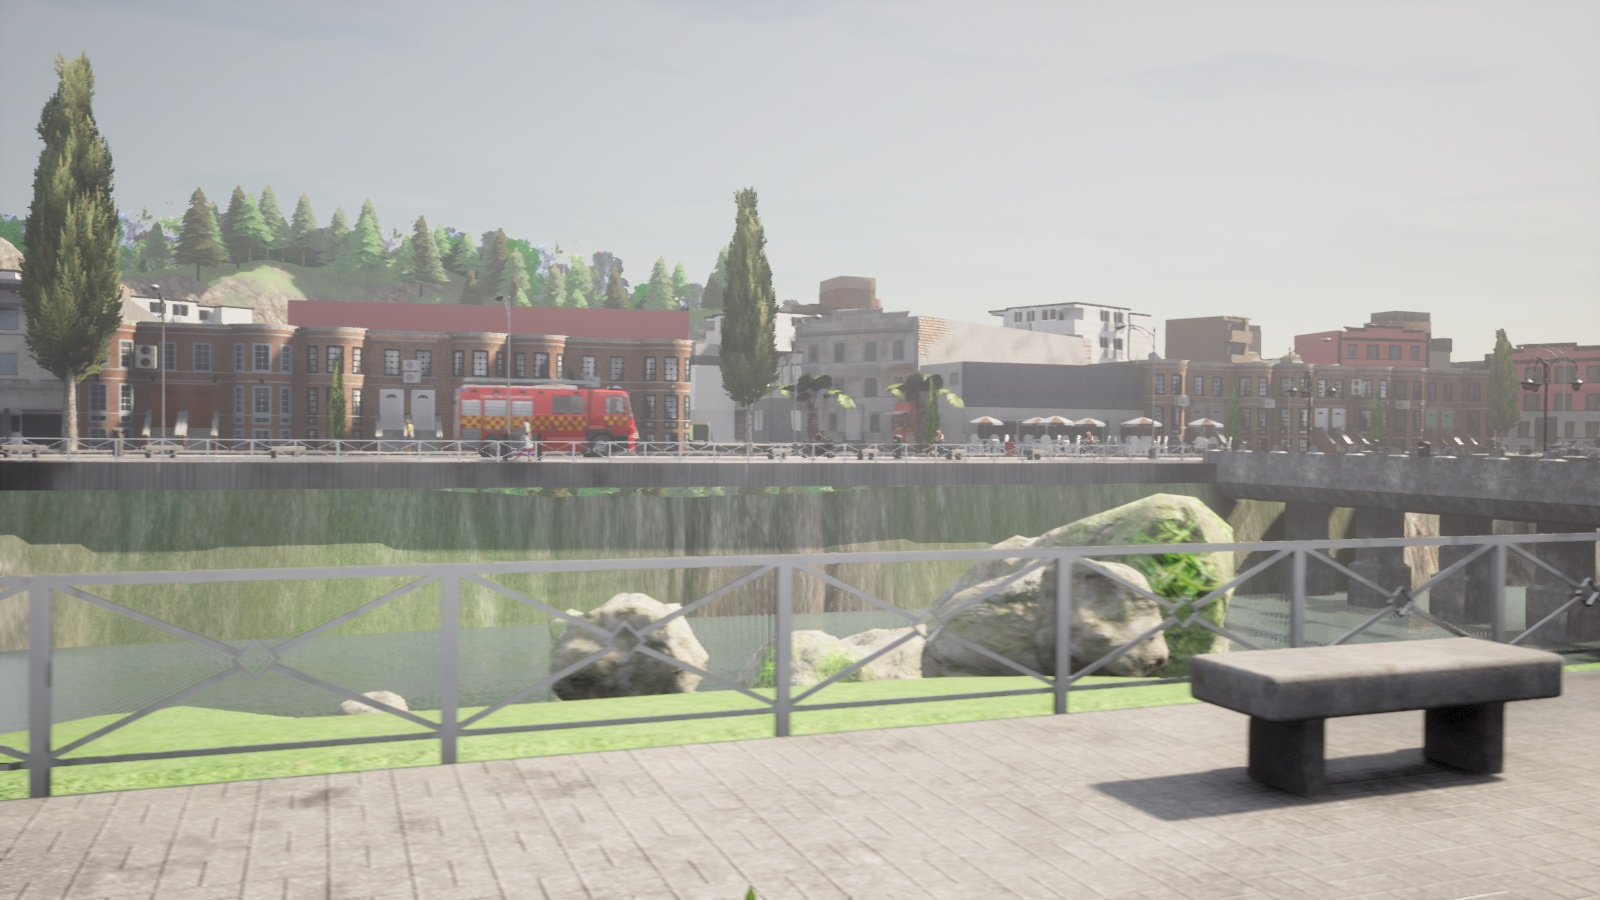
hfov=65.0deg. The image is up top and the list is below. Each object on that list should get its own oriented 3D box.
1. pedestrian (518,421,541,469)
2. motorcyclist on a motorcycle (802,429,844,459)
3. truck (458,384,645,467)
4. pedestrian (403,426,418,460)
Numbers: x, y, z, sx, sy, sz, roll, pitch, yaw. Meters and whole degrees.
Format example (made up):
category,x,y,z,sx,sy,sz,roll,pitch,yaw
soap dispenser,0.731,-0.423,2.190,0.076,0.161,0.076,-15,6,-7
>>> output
category,x,y,z,sx,sy,sz,roll,pitch,yaw
pedestrian,-11.192,-0.217,51.973,0.873,1.952,0.659,-1,1,-17
motorcyclist on a motorcycle,1.190,-0.305,65.909,2.044,1.523,0.797,-1,1,-21
truck,-12.023,-1.227,60.875,8.468,3.827,2.891,-1,1,-21
pedestrian,-20.920,-0.364,67.464,0.706,1.836,0.354,-1,1,-15
